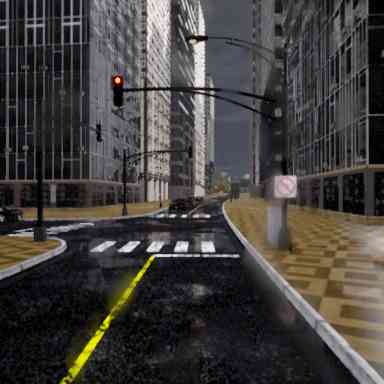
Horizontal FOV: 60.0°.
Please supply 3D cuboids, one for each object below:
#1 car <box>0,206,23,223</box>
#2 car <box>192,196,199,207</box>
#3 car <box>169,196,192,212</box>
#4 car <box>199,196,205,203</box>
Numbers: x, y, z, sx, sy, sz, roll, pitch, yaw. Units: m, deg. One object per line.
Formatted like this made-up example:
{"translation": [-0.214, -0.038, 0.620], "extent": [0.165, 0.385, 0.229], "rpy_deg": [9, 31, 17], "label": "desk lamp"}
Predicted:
{"translation": [-16.520, 1.837, 28.032], "extent": [4.403, 1.369, 2.008], "rpy_deg": [-1, 1, 10], "label": "car"}
{"translation": [-0.460, 1.430, 49.864], "extent": [1.837, 1.490, 4.892], "rpy_deg": [0, 0, 6], "label": "car"}
{"translation": [-1.486, 1.427, 38.637], "extent": [1.882, 1.535, 5.008], "rpy_deg": [0, 0, 5], "label": "car"}
{"translation": [1.354, 1.448, 64.962], "extent": [1.994, 1.385, 4.181], "rpy_deg": [0, 0, 8], "label": "car"}
